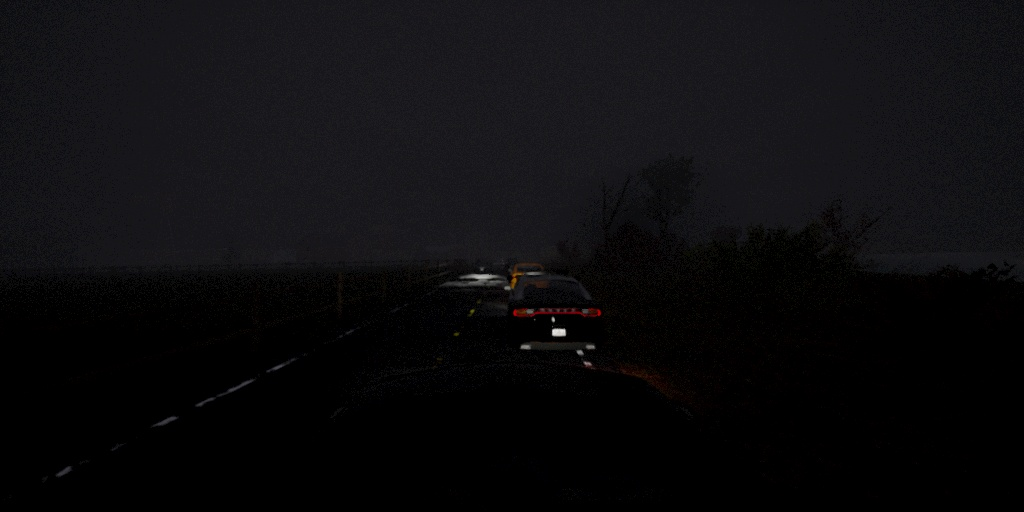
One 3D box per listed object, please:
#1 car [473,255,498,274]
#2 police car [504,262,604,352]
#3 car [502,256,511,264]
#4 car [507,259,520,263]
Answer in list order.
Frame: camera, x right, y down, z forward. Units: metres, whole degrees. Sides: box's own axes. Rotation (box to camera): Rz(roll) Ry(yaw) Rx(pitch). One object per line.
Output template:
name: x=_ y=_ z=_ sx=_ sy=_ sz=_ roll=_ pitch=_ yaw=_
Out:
car: x=-2.835 y=0.984 z=36.233 sx=2.128 sy=1.511 sz=4.902 roll=0 pitch=0 yaw=0
police car: x=0.828 y=1.119 z=8.881 sx=1.930 sy=1.638 sz=5.238 roll=0 pitch=0 yaw=0
car: x=0.057 y=0.988 z=46.474 sx=1.994 sy=1.385 sz=4.181 roll=0 pitch=0 yaw=0
car: x=0.831 y=1.096 z=18.771 sx=1.882 sy=1.535 sz=5.008 roll=0 pitch=0 yaw=0
